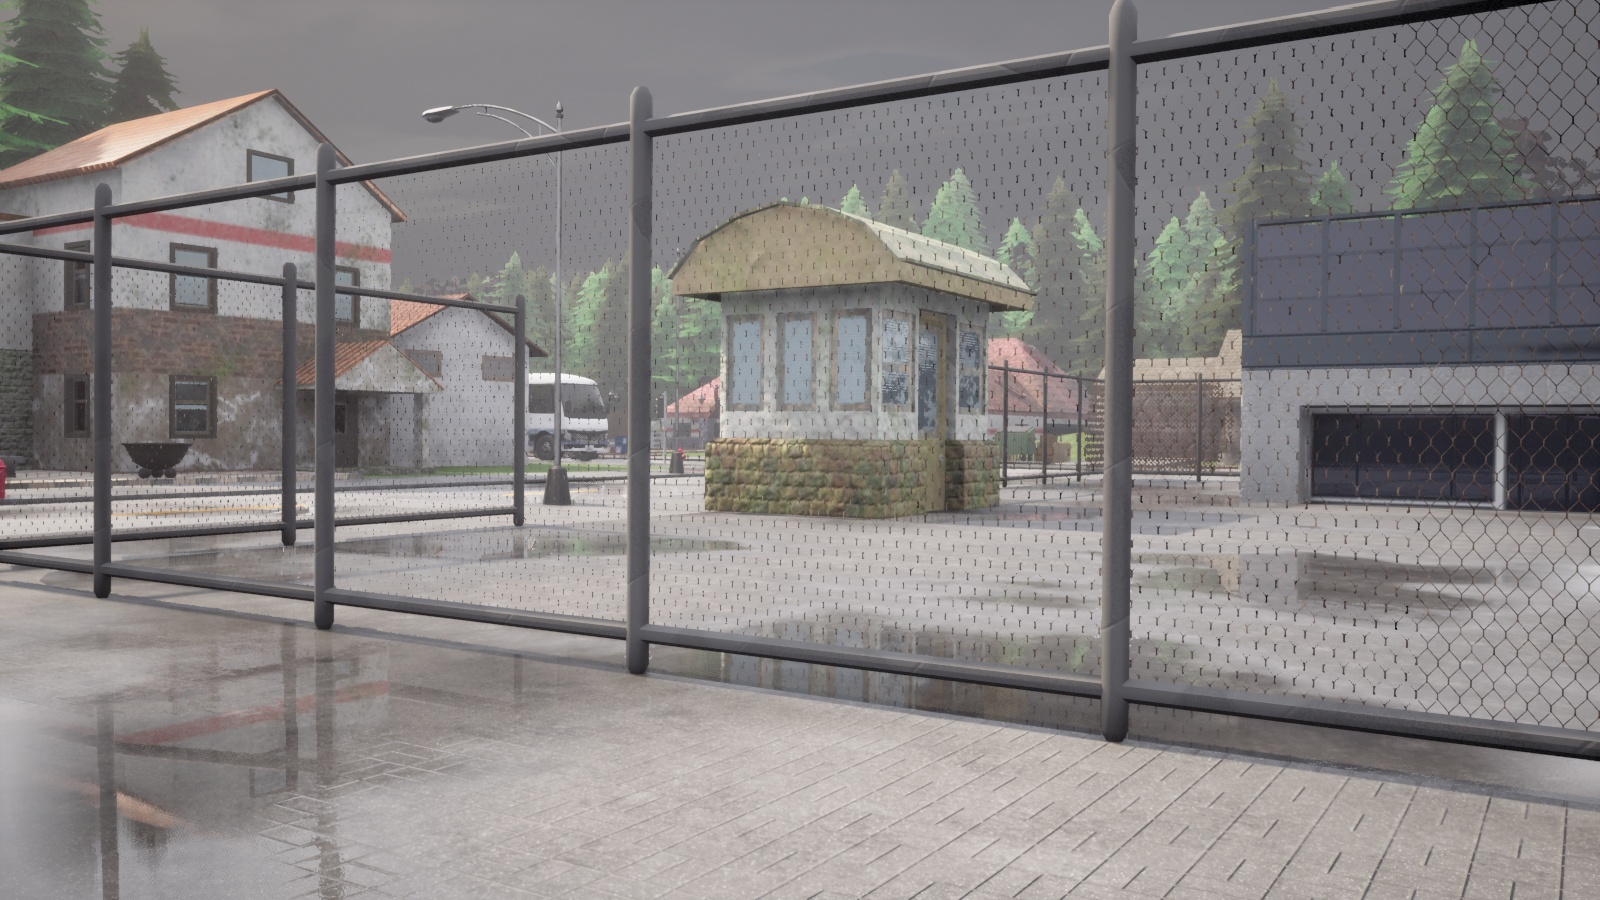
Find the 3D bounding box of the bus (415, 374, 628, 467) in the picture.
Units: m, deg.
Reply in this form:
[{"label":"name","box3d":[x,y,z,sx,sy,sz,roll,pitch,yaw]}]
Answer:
[{"label":"bus","box3d":[-13.741,-1.362,61.640,10.273,4.253,3.944,0,1,31]}]
